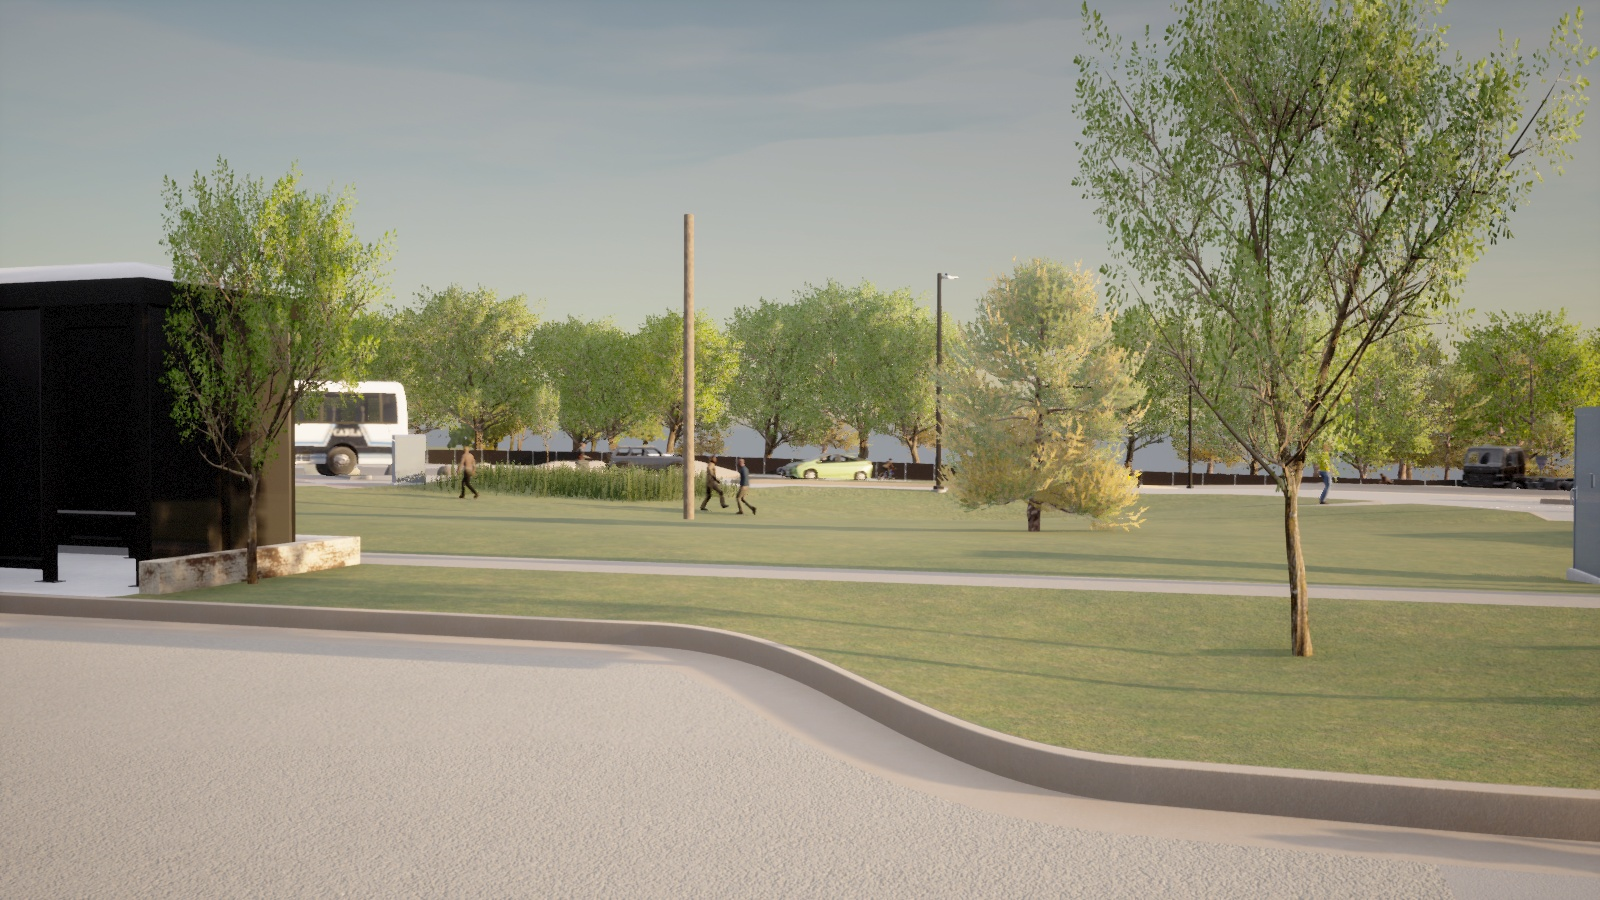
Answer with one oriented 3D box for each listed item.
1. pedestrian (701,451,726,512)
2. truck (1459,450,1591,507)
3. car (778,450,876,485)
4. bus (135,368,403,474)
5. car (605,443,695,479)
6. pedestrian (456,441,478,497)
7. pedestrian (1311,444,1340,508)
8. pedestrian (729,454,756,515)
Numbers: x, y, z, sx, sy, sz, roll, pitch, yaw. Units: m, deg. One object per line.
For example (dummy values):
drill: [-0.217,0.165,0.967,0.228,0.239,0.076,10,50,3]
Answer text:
pedestrian: [-2.772,1.015,40.230,0.692,1.930,0.396,1,1,16]
truck: [45.898,1.736,79.530,7.936,3.462,2.891,0,1,-22]
car: [1.398,0.893,64.298,4.514,1.525,2.007,3,-1,-23]
bus: [-22.962,-1.121,54.530,10.273,4.253,3.944,0,-1,-31]
car: [-8.112,0.604,67.800,4.605,1.855,1.932,1,-1,-13]
pedestrian: [-11.009,0.622,41.562,0.634,1.846,0.331,1,1,24]
pedestrian: [15.201,0.751,36.329,0.706,1.836,0.354,1,1,11]
pedestrian: [-1.782,1.069,38.961,0.726,1.842,0.402,1,1,14]
